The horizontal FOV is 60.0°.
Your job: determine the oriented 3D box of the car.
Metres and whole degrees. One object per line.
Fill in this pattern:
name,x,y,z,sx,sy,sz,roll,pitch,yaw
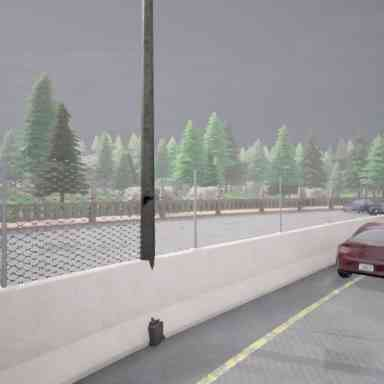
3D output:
car,5.507,1.526,9.112,1.812,1.442,4.674,0,0,44
